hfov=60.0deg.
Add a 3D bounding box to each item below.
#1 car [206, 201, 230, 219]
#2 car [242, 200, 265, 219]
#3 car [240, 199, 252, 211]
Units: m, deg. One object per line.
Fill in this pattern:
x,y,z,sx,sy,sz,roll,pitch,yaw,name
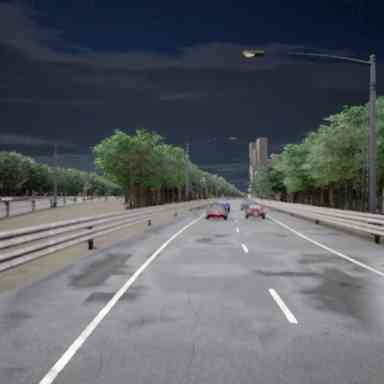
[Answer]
2.484,1.854,32.053,1.994,1.385,4.181,0,0,8,car
6.058,1.840,32.380,1.812,1.442,4.674,0,0,8,car
8.159,1.834,49.044,2.097,1.767,4.553,0,-1,7,car
